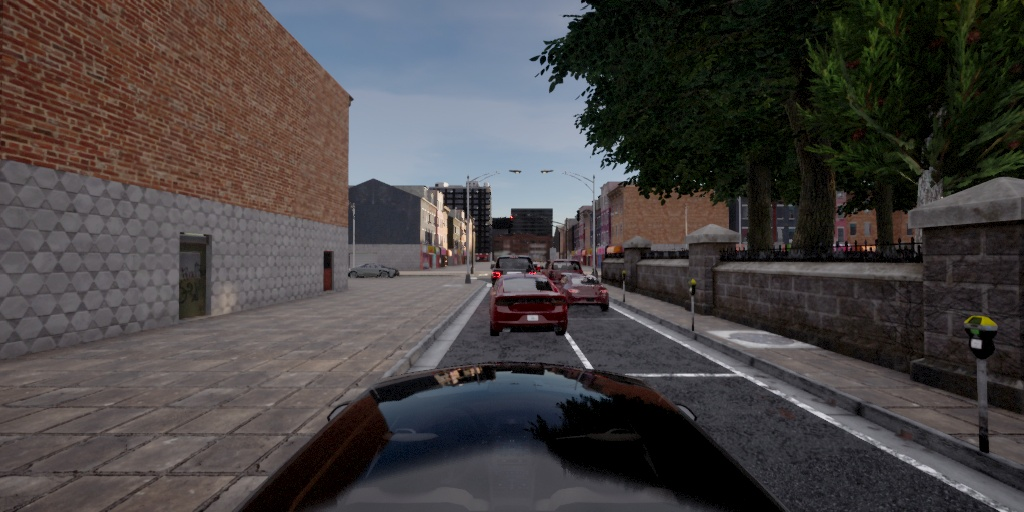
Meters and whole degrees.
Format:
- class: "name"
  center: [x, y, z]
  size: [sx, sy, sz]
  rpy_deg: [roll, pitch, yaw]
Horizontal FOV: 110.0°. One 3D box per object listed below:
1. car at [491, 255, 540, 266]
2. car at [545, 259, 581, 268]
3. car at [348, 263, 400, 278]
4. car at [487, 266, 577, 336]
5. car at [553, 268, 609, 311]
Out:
- class: "car"
  center: [0.111, 0.981, 18.031]
  size: [2.150, 2.045, 5.566]
  rpy_deg: [0, 0, 0]
- class: "car"
  center: [2.669, 1.076, 19.722]
  size: [2.192, 1.841, 5.009]
  rpy_deg: [0, 0, 0]
- class: "car"
  center: [-12.026, 1.306, 31.316]
  size: [4.181, 1.385, 1.994]
  rpy_deg: [0, -1, 0]
- class: "car"
  center: [0.289, 1.231, 10.477]
  size: [1.882, 1.535, 5.008]
  rpy_deg: [0, 0, -4]
- class: "car"
  center: [2.660, 1.338, 14.273]
  size: [1.802, 1.307, 4.207]
  rpy_deg: [0, 0, 0]
